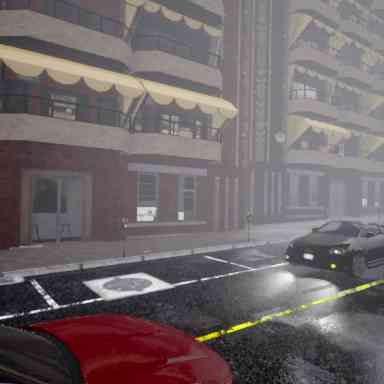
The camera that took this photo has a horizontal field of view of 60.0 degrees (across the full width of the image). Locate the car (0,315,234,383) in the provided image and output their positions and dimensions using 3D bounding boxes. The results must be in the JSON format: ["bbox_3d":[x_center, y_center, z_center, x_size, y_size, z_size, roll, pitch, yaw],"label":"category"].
[{"bbox_3d":[-1.935,1.477,1.777,5.008,1.535,1.882,0,0,-36],"label":"car"}]

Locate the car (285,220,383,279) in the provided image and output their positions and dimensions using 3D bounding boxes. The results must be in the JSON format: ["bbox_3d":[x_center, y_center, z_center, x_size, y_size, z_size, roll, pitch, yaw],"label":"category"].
[{"bbox_3d":[4.786,1.570,10.194,4.181,1.385,1.994,0,0,-35],"label":"car"}]
